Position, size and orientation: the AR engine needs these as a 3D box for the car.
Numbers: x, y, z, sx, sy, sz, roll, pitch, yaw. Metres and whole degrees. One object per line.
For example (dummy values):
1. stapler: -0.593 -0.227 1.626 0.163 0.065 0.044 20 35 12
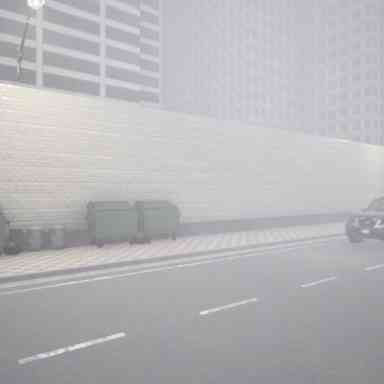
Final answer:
1. car: 9.149 1.222 14.811 5.566 2.045 2.150 0 0 -35
